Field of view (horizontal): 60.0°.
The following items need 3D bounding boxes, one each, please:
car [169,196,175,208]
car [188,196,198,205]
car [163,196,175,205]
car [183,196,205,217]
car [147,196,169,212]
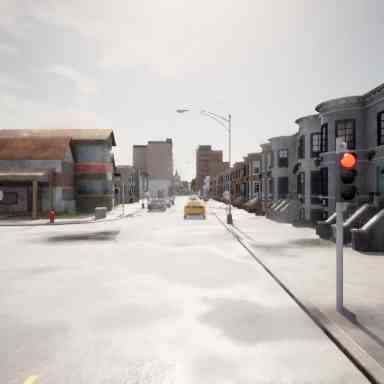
[{"bbox_3d":[-4.063,1.547,48.957,2.033,1.411,5.357,0,0,0],"label":"car"},{"bbox_3d":[0.144,1.525,59.985,1.812,1.442,4.674,0,0,0],"label":"car"},{"bbox_3d":[-4.022,1.525,58.763,1.812,1.442,4.674,0,0,1],"label":"car"},{"bbox_3d":[0.192,1.477,30.863,1.882,1.535,5.008,0,0,-1],"label":"car"},{"bbox_3d":[-4.077,1.505,39.208,1.837,1.490,4.892,0,0,0],"label":"car"}]
